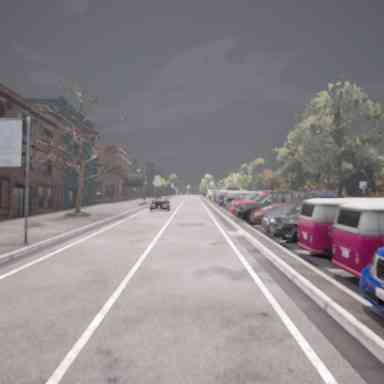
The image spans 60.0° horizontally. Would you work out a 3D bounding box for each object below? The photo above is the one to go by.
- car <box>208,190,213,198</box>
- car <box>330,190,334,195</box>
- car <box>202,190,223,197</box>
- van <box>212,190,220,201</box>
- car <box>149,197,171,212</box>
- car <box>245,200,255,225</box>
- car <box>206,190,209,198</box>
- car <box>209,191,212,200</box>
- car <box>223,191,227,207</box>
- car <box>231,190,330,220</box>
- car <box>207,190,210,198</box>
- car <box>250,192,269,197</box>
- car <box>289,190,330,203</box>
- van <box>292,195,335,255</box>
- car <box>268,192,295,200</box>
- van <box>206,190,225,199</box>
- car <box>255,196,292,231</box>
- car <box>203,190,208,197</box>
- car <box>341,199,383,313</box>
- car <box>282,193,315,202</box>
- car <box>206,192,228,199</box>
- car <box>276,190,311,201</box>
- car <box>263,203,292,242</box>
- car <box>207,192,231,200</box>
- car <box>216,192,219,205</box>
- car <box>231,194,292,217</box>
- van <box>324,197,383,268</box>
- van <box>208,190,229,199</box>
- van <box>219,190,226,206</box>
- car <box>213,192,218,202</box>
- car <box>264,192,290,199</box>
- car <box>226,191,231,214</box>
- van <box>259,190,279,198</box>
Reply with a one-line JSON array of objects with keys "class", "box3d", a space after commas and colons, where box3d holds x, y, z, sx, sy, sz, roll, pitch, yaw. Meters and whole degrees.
[{"class": "car", "box3d": [5.618, 0.948, 55.545, 5.008, 1.535, 2.097, 0, 1, 0]}, {"class": "car", "box3d": [18.681, 0.750, 50.323, 5.566, 2.045, 2.435, 0, 1, 0]}, {"class": "car", "box3d": [5.621, 0.457, 91.985, 5.566, 2.045, 2.435, 0, 0, 0]}, {"class": "van", "box3d": [5.518, 0.807, 47.136, 4.442, 1.987, 1.878, 0, 1, 0]}, {"class": "car", "box3d": [-3.251, 1.251, 34.638, 1.994, 1.385, 4.181, 0, 1, 0]}, {"class": "car", "box3d": [5.671, 1.361, 19.108, 4.674, 1.452, 2.002, 0, 1, 0]}, {"class": "car", "box3d": [5.607, 0.879, 63.950, 4.892, 1.521, 2.231, 0, 0, 0]}, {"class": "car", "box3d": [5.812, 0.972, 52.745, 5.366, 1.575, 1.946, 0, 1, 0]}, {"class": "car", "box3d": [5.685, 1.051, 33.122, 4.553, 1.767, 2.185, 0, 1, 0]}, {"class": "car", "box3d": [5.641, 1.041, 21.908, 5.566, 2.045, 2.435, 0, 1, 0]}, {"class": "car", "box3d": [5.586, 0.929, 61.153, 4.792, 1.488, 2.163, 0, 0, 0]}, {"class": "car", "box3d": [18.678, 0.708, 91.974, 5.008, 1.535, 2.097, 0, 0, 0]}, {"class": "car", "box3d": [18.677, 0.723, 52.985, 5.566, 2.045, 2.435, 0, 1, 0]}, {"class": "van", "box3d": [5.802, 1.181, 10.696, 4.442, 1.987, 1.878, 0, 1, 0]}, {"class": "car", "box3d": [18.677, 0.838, 69.695, 5.008, 1.535, 2.097, 0, 0, 0]}, {"class": "van", "box3d": [5.478, 0.553, 77.970, 4.442, 1.987, 1.878, 0, 0, 0]}, {"class": "car", "box3d": [5.709, 1.224, 16.303, 4.553, 1.767, 2.185, 0, 1, 0]}, {"class": "car", "box3d": [5.636, 0.607, 66.756, 5.566, 2.045, 2.435, 0, 0, 0]}, {"class": "car", "box3d": [5.665, 1.213, 5.088, 5.566, 2.045, 2.435, 0, 1, 0]}, {"class": "car", "box3d": [18.693, 0.923, 58.555, 5.008, 1.535, 2.097, 0, 0, 0]}, {"class": "car", "box3d": [5.591, 0.800, 75.167, 4.892, 1.521, 2.231, 0, 0, 0]}, {"class": "car", "box3d": [18.666, 0.648, 61.340, 5.566, 2.045, 2.435, 0, 0, 0]}, {"class": "car", "box3d": [5.675, 1.379, 13.502, 4.892, 1.521, 2.231, 0, 1, 0]}, {"class": "car", "box3d": [5.598, 0.838, 69.561, 5.008, 1.535, 2.097, 0, 0, 0]}, {"class": "car", "box3d": [5.641, 1.119, 38.729, 5.008, 1.535, 2.097, 0, 1, 0]}, {"class": "car", "box3d": [5.631, 1.109, 27.516, 4.553, 1.767, 2.185, 0, 1, 0]}, {"class": "van", "box3d": [5.806, 1.210, 7.893, 4.442, 1.987, 1.878, 0, 1, 0]}, {"class": "van", "box3d": [5.716, 0.593, 72.363, 4.442, 1.987, 1.878, 0, 0, 0]}, {"class": "van", "box3d": [5.534, 0.922, 35.924, 4.442, 1.987, 1.878, 0, 1, 0]}, {"class": "car", "box3d": [5.609, 1.091, 44.336, 4.792, 1.488, 2.163, 0, 1, 0]}, {"class": "car", "box3d": [18.494, 0.816, 72.481, 5.366, 1.575, 1.946, 0, 0, 0]}, {"class": "car", "box3d": [5.637, 1.012, 24.711, 5.566, 2.045, 2.435, 0, 1, 0]}, {"class": "van", "box3d": [18.788, 0.534, 80.837, 4.442, 1.987, 1.878, 0, 0, 0]}]
